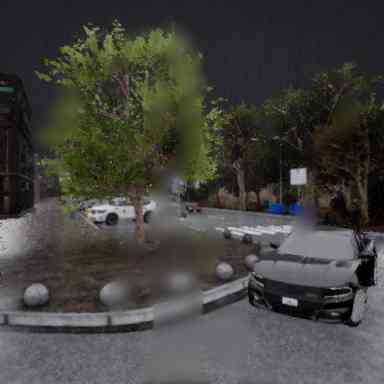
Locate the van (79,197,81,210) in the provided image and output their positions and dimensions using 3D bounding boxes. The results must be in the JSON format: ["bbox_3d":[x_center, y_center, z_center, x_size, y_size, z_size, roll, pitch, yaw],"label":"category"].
[{"bbox_3d":[-9.727,1.504,36.928,4.442,1.987,1.878,0,0,-42],"label":"van"}]

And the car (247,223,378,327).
[{"bbox_3d":[2.985,1.540,7.531,1.882,1.535,5.008,1,0,33],"label":"car"}]

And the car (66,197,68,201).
[{"bbox_3d":[-20.817,1.680,64.908,5.566,2.045,2.435,-1,-1,-42],"label":"car"}]

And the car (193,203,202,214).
[{"bbox_3d":[-0.524,1.891,39.864,1.895,1.301,4.718,0,0,-22],"label":"car"}]

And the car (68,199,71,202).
[{"bbox_3d":[-17.455,1.611,56.542,5.566,2.045,2.435,0,-1,-42],"label":"car"}]

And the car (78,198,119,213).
[{"bbox_3d":[-11.914,1.639,42.567,4.553,1.767,2.185,0,0,-42],"label":"car"}]

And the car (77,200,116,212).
[{"bbox_3d":[-13.005,1.823,45.369,4.674,1.452,2.002,0,0,-42],"label":"car"}]

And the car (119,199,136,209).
[{"bbox_3d":[-10.262,1.891,52.912,1.812,1.442,4.674,0,-1,-22],"label":"car"}]

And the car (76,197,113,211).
[{"bbox_3d":[-14.095,1.676,48.175,4.553,1.767,2.185,0,0,-42],"label":"car"}]

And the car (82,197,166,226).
[{"bbox_3d":[-5.146,1.407,25.845,5.566,2.045,2.435,0,0,-42],"label":"car"}]

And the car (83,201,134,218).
[{"bbox_3d":[-8.522,1.751,34.223,4.674,1.452,2.002,-1,0,-42],"label":"car"}]

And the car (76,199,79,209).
[{"bbox_3d":[-10.755,1.746,39.795,5.008,1.535,2.097,0,0,-42],"label":"car"}]

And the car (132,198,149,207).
[{"bbox_3d":[-9.719,1.937,62.434,2.128,1.511,4.902,0,-1,-22],"label":"car"}]

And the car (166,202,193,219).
[{"bbox_3d":[-1.922,1.732,32.006,1.837,1.490,4.892,0,0,-22],"label":"car"}]
